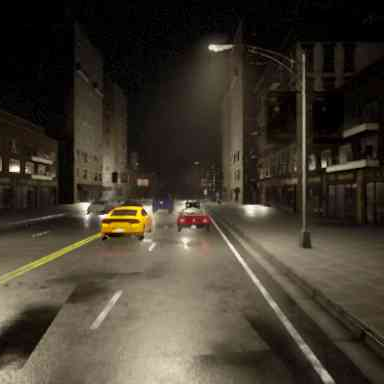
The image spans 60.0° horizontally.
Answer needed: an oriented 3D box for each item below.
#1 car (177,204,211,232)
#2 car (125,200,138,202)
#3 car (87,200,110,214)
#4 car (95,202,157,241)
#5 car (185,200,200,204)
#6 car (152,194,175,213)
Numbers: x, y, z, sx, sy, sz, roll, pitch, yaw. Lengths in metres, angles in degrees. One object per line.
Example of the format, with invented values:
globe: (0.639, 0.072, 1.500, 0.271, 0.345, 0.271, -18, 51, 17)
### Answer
car: (0.096, 1.610, 20.324, 1.895, 1.301, 4.718, 0, 0, 0)
car: (-6.508, 1.607, 35.576, 2.033, 1.411, 5.357, 0, 0, 0)
car: (-9.758, 1.577, 35.575, 1.812, 1.442, 4.674, 0, 0, 0)
car: (-3.153, 1.485, 16.904, 1.882, 1.535, 5.008, 0, 0, 0)
car: (0.090, 1.622, 41.950, 1.895, 1.301, 4.718, 0, 0, 0)
car: (-3.170, 1.239, 36.963, 2.150, 2.045, 5.566, 0, 0, 0)
